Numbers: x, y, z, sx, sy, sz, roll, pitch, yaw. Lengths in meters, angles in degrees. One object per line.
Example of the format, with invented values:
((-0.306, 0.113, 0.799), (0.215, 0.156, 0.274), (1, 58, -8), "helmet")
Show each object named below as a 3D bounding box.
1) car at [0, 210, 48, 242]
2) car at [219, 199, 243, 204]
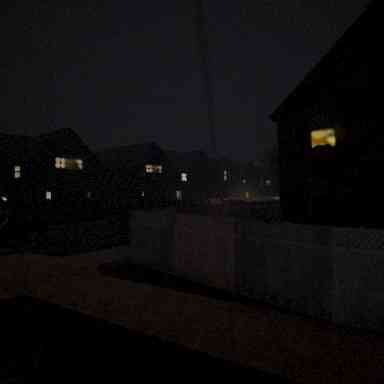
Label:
((-9.074, 1.655, 15.071), (1.837, 1.490, 4.892), (-2, 1, 36), "car")
((3.731, 1.486, 32.581), (1.837, 1.490, 4.892), (-2, -1, 36), "car")
